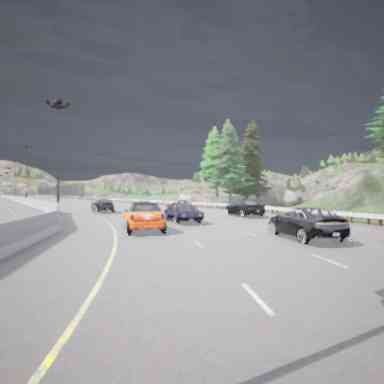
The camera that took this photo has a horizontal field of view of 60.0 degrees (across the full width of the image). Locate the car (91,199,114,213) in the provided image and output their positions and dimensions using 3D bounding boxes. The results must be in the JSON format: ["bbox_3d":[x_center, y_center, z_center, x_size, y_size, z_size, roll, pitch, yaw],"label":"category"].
[{"bbox_3d":[-10.092,1.543,37.349,1.837,1.490,4.892,0,0,-28],"label":"car"}]

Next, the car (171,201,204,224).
[{"bbox_3d":[-0.704,1.598,24.627,1.895,1.301,4.718,0,0,-17],"label":"car"}]

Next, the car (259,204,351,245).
[{"bbox_3d":[5.232,1.462,15.491,2.128,1.511,4.902,0,0,-11],"label":"car"}]

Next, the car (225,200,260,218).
[{"bbox_3d":[4.681,1.447,30.168,1.882,1.535,5.008,0,0,-20],"label":"car"}]

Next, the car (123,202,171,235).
[{"bbox_3d":[-2.839,1.360,19.317,2.097,1.767,4.553,0,0,-15],"label":"car"}]
